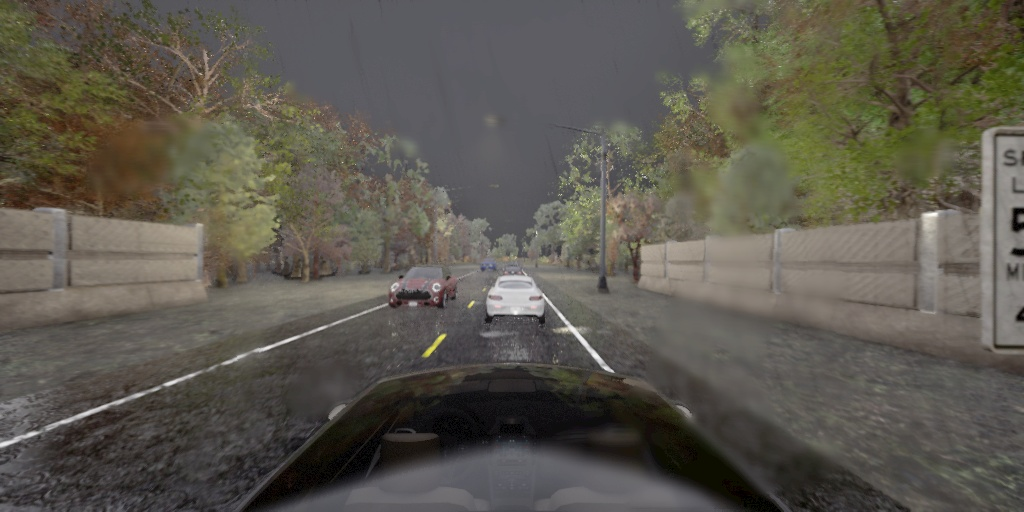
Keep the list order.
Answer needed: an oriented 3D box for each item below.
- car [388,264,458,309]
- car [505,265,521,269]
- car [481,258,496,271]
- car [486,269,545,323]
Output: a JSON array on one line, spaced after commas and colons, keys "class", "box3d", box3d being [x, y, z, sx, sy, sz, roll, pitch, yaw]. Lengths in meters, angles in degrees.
[{"class": "car", "box3d": [-3.600, 1.169, 15.277, 2.097, 1.767, 4.553, 1, 0, 0]}, {"class": "car", "box3d": [0.088, 1.555, 34.243, 2.033, 1.411, 5.357, 1, 0, 0]}, {"class": "car", "box3d": [-3.586, 1.310, 55.562, 2.150, 2.045, 5.566, 1, 0, 0]}, {"class": "car", "box3d": [0.104, 1.376, 12.551, 1.812, 1.442, 4.674, 1, 0, 0]}]
